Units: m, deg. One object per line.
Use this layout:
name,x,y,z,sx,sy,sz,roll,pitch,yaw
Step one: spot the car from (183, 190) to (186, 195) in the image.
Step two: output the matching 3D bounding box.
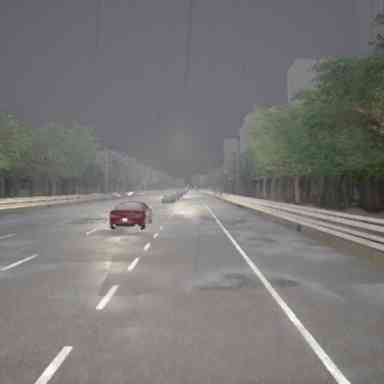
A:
car,-3.402,0.437,90.479,2.097,1.767,4.553,0,0,0

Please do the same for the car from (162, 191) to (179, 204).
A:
car,-3.445,1.028,50.818,1.994,1.385,4.181,0,1,0

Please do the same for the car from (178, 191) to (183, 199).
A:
car,-3.428,0.867,66.818,1.994,1.385,4.181,0,1,0

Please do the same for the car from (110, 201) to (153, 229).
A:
car,-3.478,1.269,19.707,1.882,1.535,5.008,0,1,0
